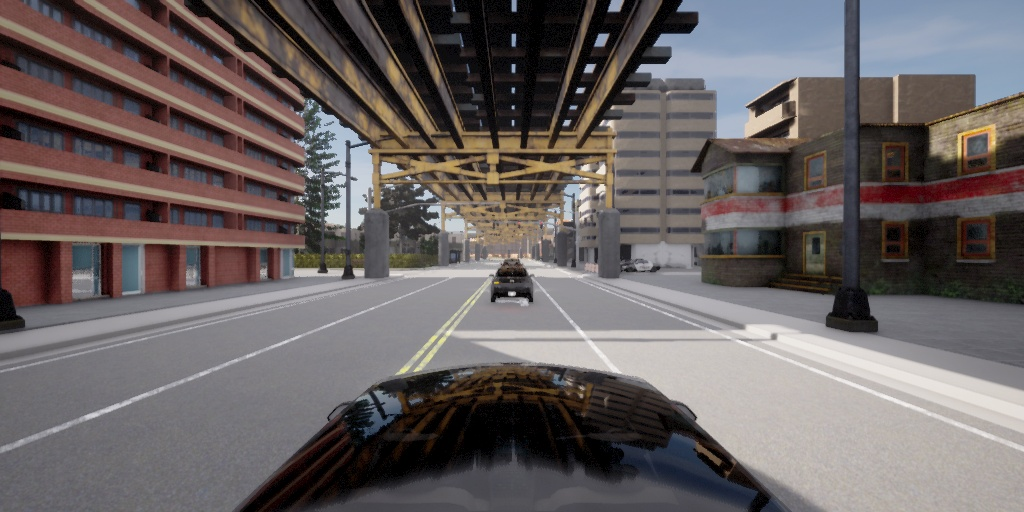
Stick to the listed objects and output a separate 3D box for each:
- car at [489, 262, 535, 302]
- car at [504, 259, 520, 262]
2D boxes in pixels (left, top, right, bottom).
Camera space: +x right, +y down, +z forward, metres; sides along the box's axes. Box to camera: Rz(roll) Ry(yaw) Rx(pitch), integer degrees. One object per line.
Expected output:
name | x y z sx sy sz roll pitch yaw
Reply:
car | 0.000 1.230 16.537 1.837 1.490 4.892 0 0 0
car | 0.000 1.015 31.506 2.097 1.767 4.553 0 0 0
